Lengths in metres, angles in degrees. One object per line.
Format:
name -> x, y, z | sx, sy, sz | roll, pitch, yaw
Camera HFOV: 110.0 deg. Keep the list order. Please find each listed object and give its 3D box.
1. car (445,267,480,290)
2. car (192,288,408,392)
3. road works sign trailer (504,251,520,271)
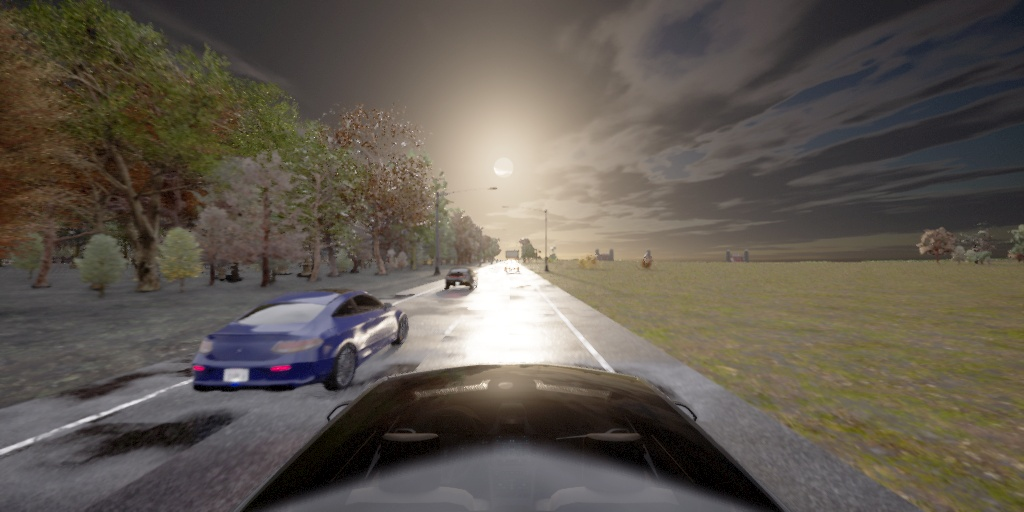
car -> -3.403, 1.481, 24.796 | 1.837, 1.490, 4.892 | 0, -1, 0
car -> -3.402, 1.324, 6.730 | 1.812, 1.442, 4.674 | 0, -1, 0
road works sign trailer -> 0.007, 0.801, 61.079 | 2.380, 3.560, 2.880 | 0, 0, 0
